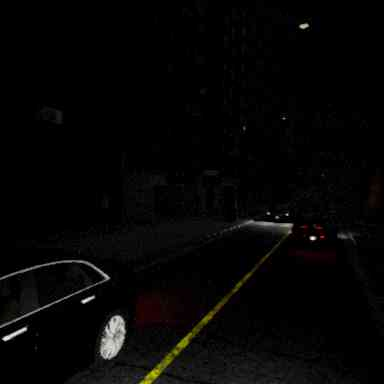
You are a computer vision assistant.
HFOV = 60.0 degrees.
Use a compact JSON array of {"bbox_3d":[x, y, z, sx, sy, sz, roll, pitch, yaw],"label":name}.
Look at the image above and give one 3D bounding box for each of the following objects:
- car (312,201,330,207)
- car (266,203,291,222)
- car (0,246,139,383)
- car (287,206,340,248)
[{"bbox_3d":[15.743,1.877,40.583,2.128,1.511,4.902,2,0,22],"label":"car"},{"bbox_3d":[7.389,1.692,27.598,1.812,1.442,4.674,2,0,22],"label":"car"},{"bbox_3d":[-2.333,1.418,3.273,1.837,1.490,4.892,2,0,22],"label":"car"},{"bbox_3d":[5.823,1.645,15.747,1.837,1.490,4.892,2,0,22],"label":"car"}]
